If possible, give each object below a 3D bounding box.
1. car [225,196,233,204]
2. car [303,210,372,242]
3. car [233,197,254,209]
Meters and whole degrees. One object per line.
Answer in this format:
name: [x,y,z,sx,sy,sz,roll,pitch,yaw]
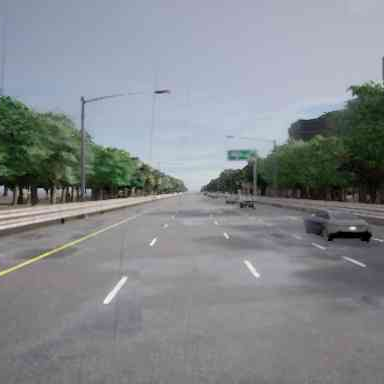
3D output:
car: [7.200,1.538,62.177,2.033,1.411,5.357,0,0,0]
car: [7.012,1.571,16.505,1.994,1.385,4.181,0,0,0]
car: [7.101,1.510,44.515,1.837,1.490,4.892,0,0,0]
